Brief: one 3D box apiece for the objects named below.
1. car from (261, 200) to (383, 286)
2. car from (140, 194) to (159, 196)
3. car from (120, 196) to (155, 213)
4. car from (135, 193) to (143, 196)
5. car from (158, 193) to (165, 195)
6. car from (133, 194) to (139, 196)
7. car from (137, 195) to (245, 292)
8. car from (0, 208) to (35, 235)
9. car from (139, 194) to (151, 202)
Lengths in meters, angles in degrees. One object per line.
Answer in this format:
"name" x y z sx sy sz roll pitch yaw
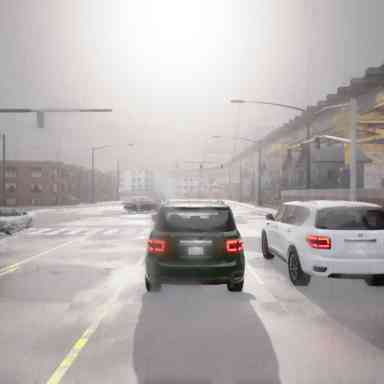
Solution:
"car" 3.526 1.246 9.614 2.150 2.045 5.566 0 0 0
"car" -7.317 1.606 58.103 2.033 1.411 5.357 0 0 0
"car" -5.242 1.527 36.614 2.128 1.511 4.902 0 0 45
"car" -10.792 1.281 66.535 2.150 2.045 5.566 0 0 0
"car" -7.320 1.310 77.997 2.150 2.045 5.566 0 0 0
"car" -10.809 1.573 56.869 1.812 1.442 4.674 0 0 0
"car" 0.030 1.236 9.116 2.150 2.045 5.566 0 0 -1
"car" -10.549 1.599 18.826 1.895 1.301 4.718 0 0 -9
"car" -10.815 1.429 76.621 2.097 1.767 4.553 0 0 0
